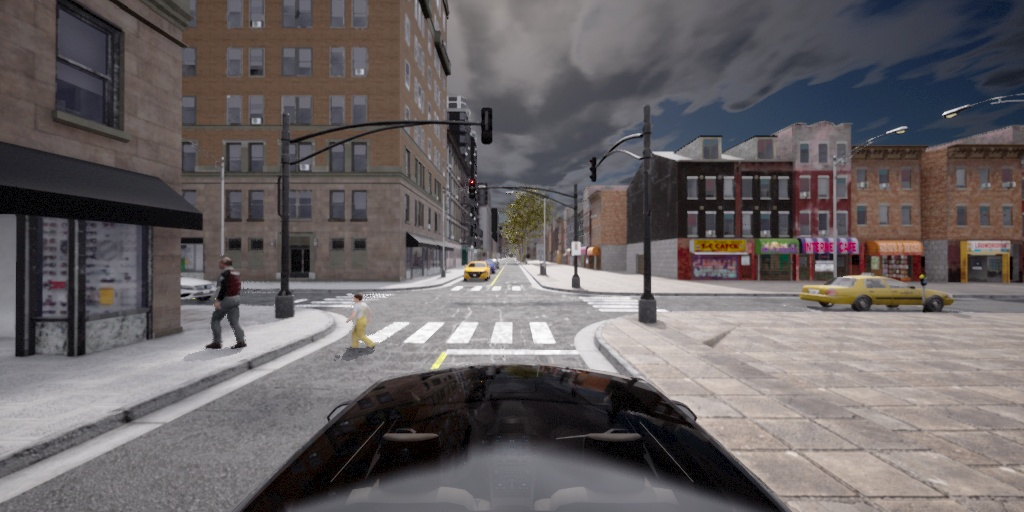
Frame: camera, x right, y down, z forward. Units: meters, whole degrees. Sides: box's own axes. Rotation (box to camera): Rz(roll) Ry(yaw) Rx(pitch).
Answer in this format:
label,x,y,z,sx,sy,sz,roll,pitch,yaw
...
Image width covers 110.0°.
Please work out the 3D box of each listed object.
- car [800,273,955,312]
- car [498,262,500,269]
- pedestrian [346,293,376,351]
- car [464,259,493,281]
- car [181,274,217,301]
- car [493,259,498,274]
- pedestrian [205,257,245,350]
label,x,y,z,sx,sy,sz,roll,pitch,yaw
car,13.884,1.335,13.736,4.829,1.417,1.751,0,0,0
car,-2.830,1.171,52.885,2.128,1.511,4.902,0,0,1
pedestrian,-3.183,1.319,7.567,0.375,1.300,0.375,0,0,0
car,-2.841,1.189,29.829,1.882,1.535,5.008,0,0,0
car,-14.807,1.182,14.579,4.674,1.442,1.812,0,0,-1
car,-2.849,1.174,40.285,1.882,1.535,5.008,0,0,0
pedestrian,-5.572,0.889,6.970,0.375,1.860,0.375,0,0,0
